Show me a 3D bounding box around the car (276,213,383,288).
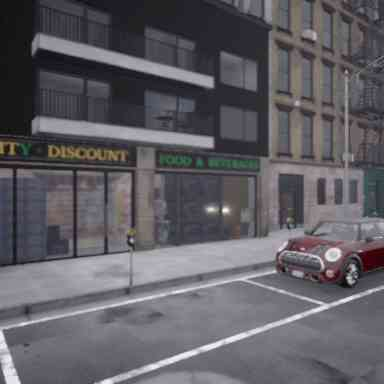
[{"bbox_3d":[4.176,1.442,9.168,4.097,1.590,1.967,0,0,-36],"label":"car"}]
